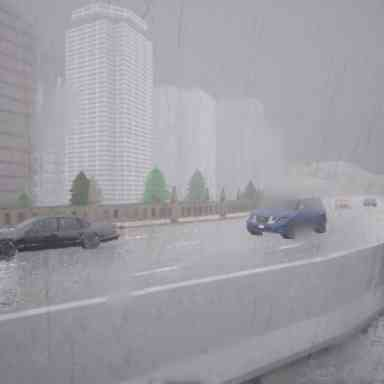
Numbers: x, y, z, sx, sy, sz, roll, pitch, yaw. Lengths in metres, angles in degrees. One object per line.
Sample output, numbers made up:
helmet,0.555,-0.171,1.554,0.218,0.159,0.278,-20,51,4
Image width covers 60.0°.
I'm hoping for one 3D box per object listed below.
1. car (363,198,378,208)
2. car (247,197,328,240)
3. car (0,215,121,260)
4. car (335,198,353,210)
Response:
car,27.921,1.666,52.147,2.033,1.411,5.357,0,0,26
car,5.245,1.277,17.762,5.566,2.045,2.150,0,0,-45
car,-5.559,1.621,13.021,5.357,1.411,2.033,0,0,-37
car,20.481,1.592,44.822,1.882,1.535,5.008,0,0,26
